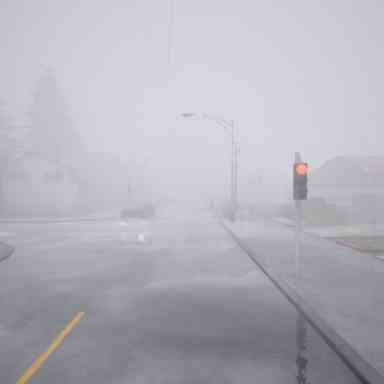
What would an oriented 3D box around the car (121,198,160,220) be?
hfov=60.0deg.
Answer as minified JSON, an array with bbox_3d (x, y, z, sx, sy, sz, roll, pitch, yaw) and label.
[{"bbox_3d":[-4.457,1.477,28.361,1.882,1.535,5.008,0,0,8],"label":"car"}]

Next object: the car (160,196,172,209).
[{"bbox_3d":[-4.103,1.506,44.995,1.837,1.490,4.892,0,0,0],"label":"car"}]

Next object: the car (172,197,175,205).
[{"bbox_3d":[-4.074,1.525,61.117,1.812,1.442,4.674,0,0,0],"label":"car"}]
